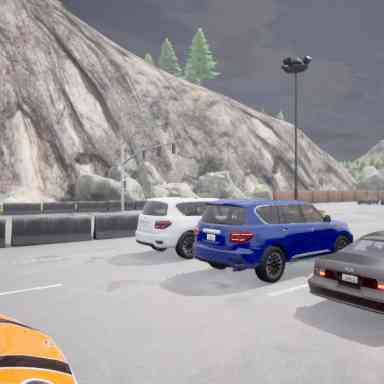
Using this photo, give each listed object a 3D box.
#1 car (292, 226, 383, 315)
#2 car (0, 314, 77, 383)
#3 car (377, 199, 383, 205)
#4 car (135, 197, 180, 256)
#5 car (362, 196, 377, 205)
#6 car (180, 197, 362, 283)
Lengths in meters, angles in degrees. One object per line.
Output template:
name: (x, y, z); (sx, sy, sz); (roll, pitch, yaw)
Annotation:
car: (4.783, 1.547, 7.236); (5.357, 1.411, 2.033); (0, 0, -36)
car: (-2.901, 1.350, 1.673); (4.553, 1.767, 2.097); (0, 0, -36)
car: (31.942, 1.385, 53.139); (4.181, 1.385, 1.994); (0, 0, -36)
car: (0.572, 1.221, 12.824); (5.566, 2.045, 2.150); (0, 0, -36)
car: (29.524, 1.387, 55.701); (4.181, 1.385, 1.994); (0, 0, -36)
car: (2.595, 1.221, 9.946); (5.566, 2.045, 2.150); (0, 0, -38)
